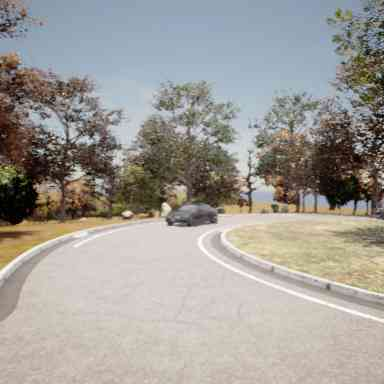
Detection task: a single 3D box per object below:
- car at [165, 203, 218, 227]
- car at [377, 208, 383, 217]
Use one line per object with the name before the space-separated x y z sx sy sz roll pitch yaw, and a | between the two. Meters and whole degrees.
car | 0.107 1.495 22.587 1.812 1.442 4.674 0 0 33
car | 19.271 1.760 29.615 4.902 1.511 2.128 1 0 22
